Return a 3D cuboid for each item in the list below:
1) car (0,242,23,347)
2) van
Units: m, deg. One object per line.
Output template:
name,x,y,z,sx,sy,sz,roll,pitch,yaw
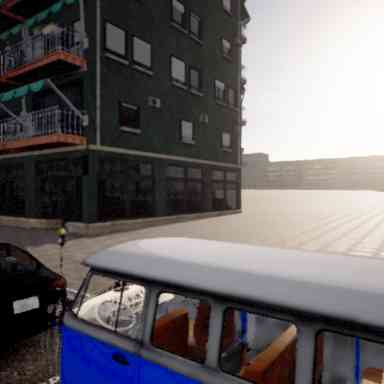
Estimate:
car,-3.909,1.536,5.666,4.313,1.339,1.947,0,0,36
van,0.680,1.338,2.392,3.998,1.788,1.690,0,0,36
